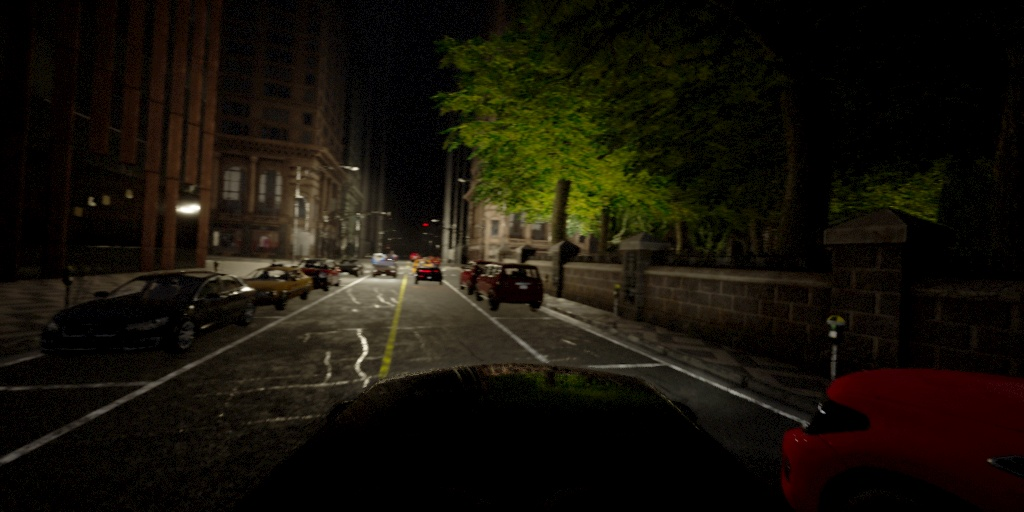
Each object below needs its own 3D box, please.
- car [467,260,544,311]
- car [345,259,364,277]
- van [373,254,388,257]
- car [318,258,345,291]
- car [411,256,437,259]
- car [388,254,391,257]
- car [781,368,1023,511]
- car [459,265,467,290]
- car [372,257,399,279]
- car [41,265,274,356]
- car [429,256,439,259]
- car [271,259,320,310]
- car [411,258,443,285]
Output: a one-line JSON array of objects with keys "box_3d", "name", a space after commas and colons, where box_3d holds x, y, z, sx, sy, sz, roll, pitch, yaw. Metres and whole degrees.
[{"box_3d": [-0.293, 1.188, 15.122, 2.192, 1.841, 5.009, 0, 0, -16], "name": "car"}, {"box_3d": [-12.990, 0.925, 28.742, 1.948, 1.339, 4.313, 0, 0, -16], "name": "car"}, {"box_3d": [-20.241, 0.586, 54.393, 1.690, 1.789, 3.998, 0, 0, -16], "name": "van"}, {"box_3d": [-9.985, 0.852, 18.110, 1.967, 1.591, 4.097, 0, 0, -16], "name": "car"}, {"box_3d": [-8.835, 1.110, 35.348, 1.882, 1.535, 5.008, 3, -1, -16], "name": "car"}, {"box_3d": [-21.721, 0.665, 59.628, 1.967, 1.591, 4.097, 0, 0, -16], "name": "car"}, {"box_3d": [3.559, 1.134, 0.337, 2.150, 2.045, 5.566, 3, -1, -16], "name": "car"}, {"box_3d": [-1.796, 1.164, 20.439, 2.192, 1.841, 5.009, 0, 0, -16], "name": "car"}, {"box_3d": [-10.446, 1.046, 29.873, 2.033, 1.411, 5.357, 3, -1, -15], "name": "car"}, {"box_3d": [-6.980, 1.009, 7.478, 2.007, 1.370, 4.403, 0, 0, -16], "name": "car"}, {"box_3d": [-13.531, 0.978, 61.955, 2.192, 1.841, 5.009, 0, 0, -16], "name": "car"}, {"box_3d": [-8.436, 0.961, 12.630, 1.751, 1.417, 4.829, 0, 0, -16], "name": "car"}, {"box_3d": [-5.947, 1.176, 25.376, 2.128, 1.511, 4.902, 3, -1, -16], "name": "car"}]
